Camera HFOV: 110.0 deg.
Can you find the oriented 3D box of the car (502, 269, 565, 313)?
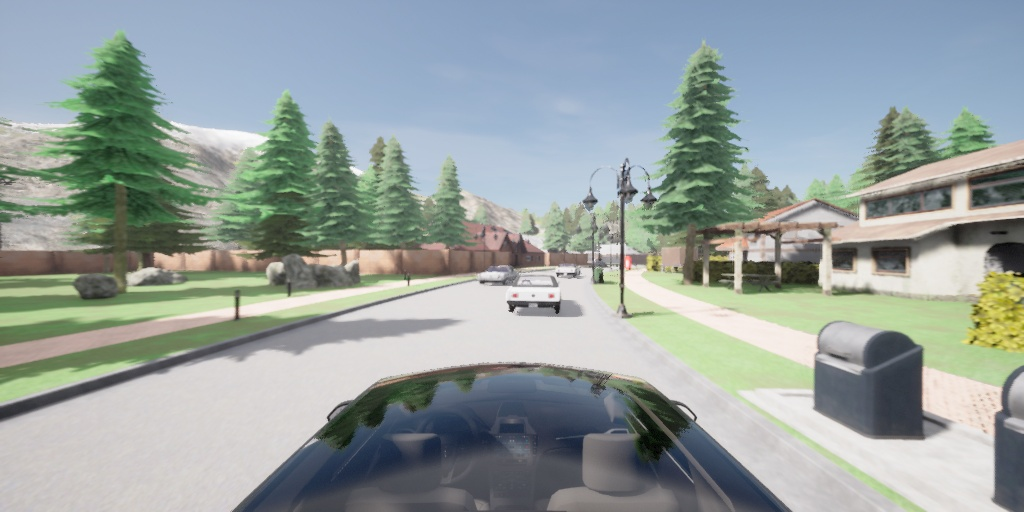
[{"bbox_3d":[0.973,1.358,14.133,1.895,1.301,4.718,0,0,7],"label":"car"}]

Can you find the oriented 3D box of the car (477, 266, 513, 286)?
[{"bbox_3d":[-0.910,1.354,25.215,1.895,1.301,4.718,0,0,12],"label":"car"}]

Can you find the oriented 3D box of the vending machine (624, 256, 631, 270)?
[{"bbox_3d":[16.463,1.021,51.164,1.100,2.100,0.880,0,0,29],"label":"vending machine"}]

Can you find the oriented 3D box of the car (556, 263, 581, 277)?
[{"bbox_3d":[5.609,1.381,35.281,1.895,1.301,4.718,0,0,18],"label":"car"}]

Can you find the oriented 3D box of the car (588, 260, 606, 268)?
[{"bbox_3d":[14.933,1.384,62.599,1.994,1.385,4.181,0,0,35],"label":"car"}]
